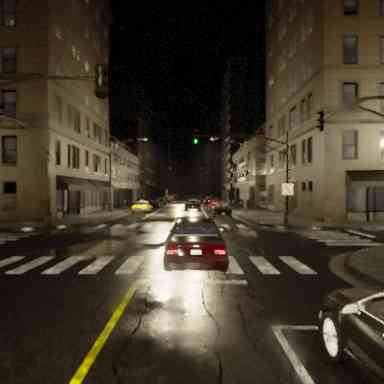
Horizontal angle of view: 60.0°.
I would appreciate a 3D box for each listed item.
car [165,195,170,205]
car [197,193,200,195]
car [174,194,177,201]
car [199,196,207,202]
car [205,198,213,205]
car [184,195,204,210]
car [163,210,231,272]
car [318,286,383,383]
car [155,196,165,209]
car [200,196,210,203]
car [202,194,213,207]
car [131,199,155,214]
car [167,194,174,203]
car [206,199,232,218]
[{"bbox_3d":[-5.390,1.597,58.369,2.008,1.369,4.403,0,0,0],"label":"car"},{"bbox_3d":[2.634,1.365,64.055,2.192,1.841,5.009,0,0,0],"label":"car"},{"bbox_3d":[-5.391,1.376,81.094,2.192,1.841,5.009,0,0,0],"label":"car"},{"bbox_3d":[2.634,1.626,81.100,1.947,1.339,4.313,0,0,0],"label":"car"},{"bbox_3d":[2.636,1.613,35.646,1.802,1.307,4.206,0,0,0],"label":"car"},{"bbox_3d":[0.095,1.527,41.629,2.128,1.511,4.902,0,0,0],"label":"car"},{"bbox_3d":[0.100,1.557,10.836,2.033,1.411,5.357,0,0,0],"label":"car"},{"bbox_3d":[2.639,1.554,3.088,2.008,1.369,4.403,0,0,0],"label":"car"},{"bbox_3d":[-5.390,1.605,47.006,1.947,1.339,4.313,0,0,0],"label":"car"},{"bbox_3d":[2.634,1.619,69.736,1.947,1.339,4.313,0,0,0],"label":"car"},{"bbox_3d":[2.635,1.483,52.691,1.967,1.590,4.097,0,0,0],"label":"car"},{"bbox_3d":[-5.390,1.556,35.474,1.752,1.417,4.829,0,0,0],"label":"car"},{"bbox_3d":[-5.391,1.494,69.731,1.967,1.590,4.097,0,0,0],"label":"car"},{"bbox_3d":[2.636,1.577,29.964,2.008,1.369,4.403,0,0,0],"label":"car"}]
